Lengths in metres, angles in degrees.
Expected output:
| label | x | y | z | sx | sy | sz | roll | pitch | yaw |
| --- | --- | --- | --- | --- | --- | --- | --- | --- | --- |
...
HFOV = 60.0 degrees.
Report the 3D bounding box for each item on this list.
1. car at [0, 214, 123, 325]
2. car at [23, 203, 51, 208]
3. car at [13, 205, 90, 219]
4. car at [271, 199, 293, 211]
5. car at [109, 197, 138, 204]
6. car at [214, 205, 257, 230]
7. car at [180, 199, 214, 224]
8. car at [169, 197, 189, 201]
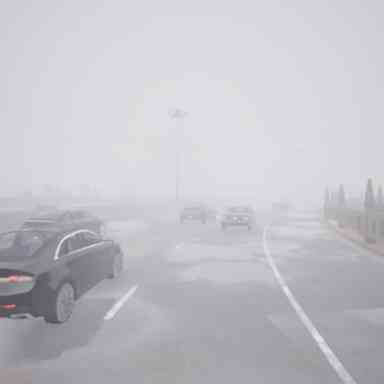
| label | x | y | z | sx | sy | sz | roll | pitch | yaw |
| --- | --- | --- | --- | --- | --- | --- | --- | --- | --- |
| car | -2.924 | 1.476 | 7.107 | 2.128 | 1.511 | 4.902 | 0 | 0 | 5 |
| car | -10.897 | 1.506 | 23.498 | 1.994 | 1.385 | 4.181 | 0 | 0 | 14 |
| car | -5.439 | 1.475 | 14.670 | 1.837 | 1.490 | 4.892 | 0 | 0 | 9 |
| car | 11.143 | 1.562 | 41.026 | 1.812 | 1.442 | 4.674 | 0 | 0 | 29 |
| car | -9.633 | 1.447 | 47.049 | 1.837 | 1.490 | 4.892 | 0 | -1 | 26 |
| car | 3.088 | 1.554 | 21.328 | 2.033 | 1.411 | 5.357 | 0 | 0 | 15 |
| car | 0.540 | 1.485 | 24.887 | 2.128 | 1.511 | 4.902 | 0 | 0 | 16 |
| car | -1.909 | 1.471 | 53.812 | 1.882 | 1.535 | 5.008 | 0 | 0 | 32 |
